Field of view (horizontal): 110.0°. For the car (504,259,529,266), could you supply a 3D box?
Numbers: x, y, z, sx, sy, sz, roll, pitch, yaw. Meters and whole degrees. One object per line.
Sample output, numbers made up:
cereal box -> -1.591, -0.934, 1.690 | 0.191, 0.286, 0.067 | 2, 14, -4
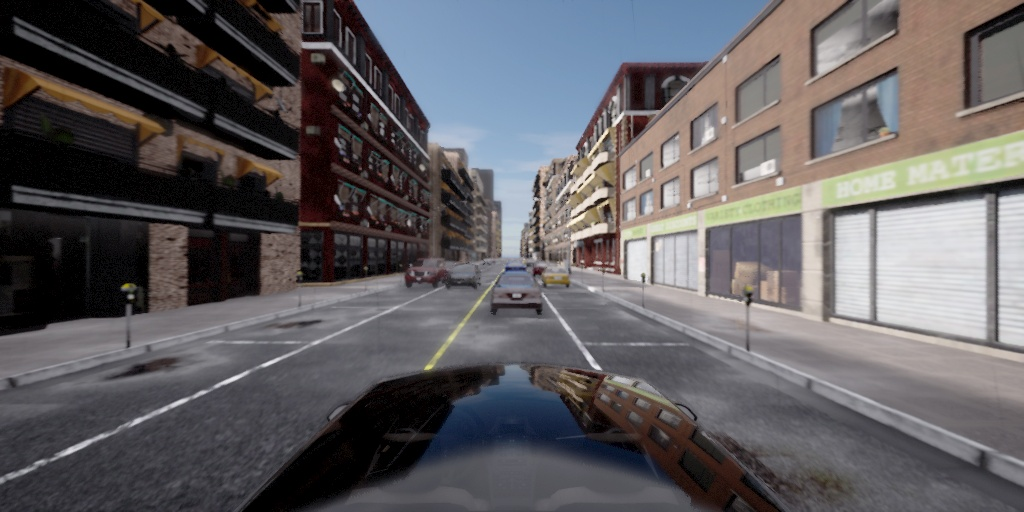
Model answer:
car -> 0.280, 1.226, 31.933 | 1.882, 1.535, 5.008 | 0, 0, 0

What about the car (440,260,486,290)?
car -> -2.965, 1.244, 22.741 | 1.837, 1.490, 4.892 | 0, 0, 1

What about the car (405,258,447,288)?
car -> -5.564, 1.045, 23.957 | 2.192, 1.841, 5.009 | 0, 0, 0

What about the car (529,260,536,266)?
car -> 2.887, 1.302, 35.172 | 1.888, 1.381, 4.507 | 0, 0, 0

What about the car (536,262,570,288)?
car -> 2.817, 1.284, 24.070 | 1.751, 1.417, 4.829 | 0, 0, 0

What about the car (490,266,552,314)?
car -> 0.166, 1.298, 13.845 | 2.033, 1.411, 5.357 | 0, 0, 0
